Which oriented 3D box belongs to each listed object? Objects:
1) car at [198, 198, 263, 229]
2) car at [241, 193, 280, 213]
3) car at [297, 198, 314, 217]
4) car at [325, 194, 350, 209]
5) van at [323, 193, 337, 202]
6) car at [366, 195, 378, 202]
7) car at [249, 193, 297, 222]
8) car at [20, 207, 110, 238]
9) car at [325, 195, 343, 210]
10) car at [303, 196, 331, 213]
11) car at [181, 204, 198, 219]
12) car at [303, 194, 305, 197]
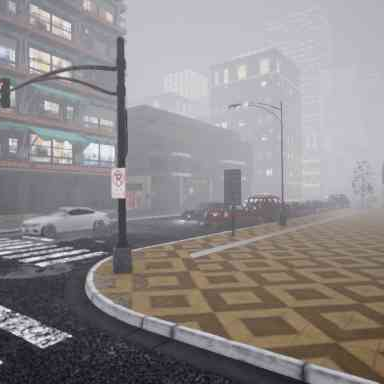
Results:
[{"bbox_3d":[2.487,1.353,20.734,1.967,1.590,4.097,-1,0,36],"label":"car"},{"bbox_3d":[7.692,1.168,36.951,2.150,2.045,5.566,-1,0,36],"label":"car"},{"bbox_3d":[9.113,1.471,29.747,1.802,1.307,4.206,-1,0,36],"label":"car"},{"bbox_3d":[19.048,1.168,43.268,2.192,1.841,5.009,-1,0,36],"label":"car"},{"bbox_3d":[29.262,1.230,70.467,1.690,1.788,3.998,-1,0,36],"label":"van"},{"bbox_3d":[35.612,1.334,65.800,1.887,1.381,4.507,-1,0,36],"label":"car"},{"bbox_3d":[5.798,1.216,25.241,2.192,1.841,5.009,-1,0,36],"label":"car"},{"bbox_3d":[-6.611,1.525,17.800,1.812,1.442,4.674,-1,0,40],"label":"car"},{"bbox_3d":[15.738,1.416,38.760,2.008,1.369,4.403,-1,0,36],"label":"car"},{"bbox_3d":[12.425,1.422,34.254,1.887,1.381,4.507,-1,0,36],"label":"car"},{"bbox_3d":[1.327,1.517,28.296,2.033,1.411,5.357,-1,0,36],"label":"car"},{"bbox_3d":[22.538,1.440,61.317,1.752,1.417,4.829,-1,0,36],"label":"car"}]
